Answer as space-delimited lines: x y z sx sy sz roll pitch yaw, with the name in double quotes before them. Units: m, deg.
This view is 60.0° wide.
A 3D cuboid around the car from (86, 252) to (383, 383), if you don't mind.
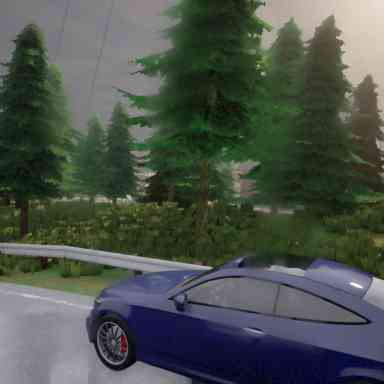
"car" 0.805 1.499 4.066 4.674 1.442 1.812 1 1 31
